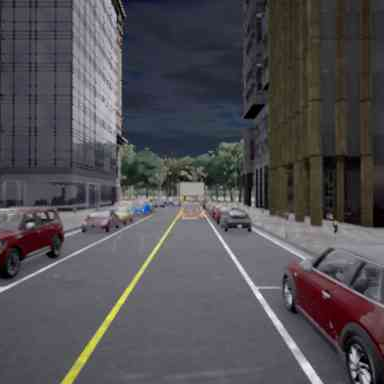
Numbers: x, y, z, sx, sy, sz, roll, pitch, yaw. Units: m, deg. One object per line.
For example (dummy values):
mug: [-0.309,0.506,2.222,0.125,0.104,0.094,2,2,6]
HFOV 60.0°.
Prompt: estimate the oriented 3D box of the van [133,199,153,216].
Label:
van: [-5.768,1.717,37.777,1.690,1.788,3.998,0,-1,0]

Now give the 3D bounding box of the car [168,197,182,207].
car: [-3.034,2.149,64.784,2.128,1.511,4.902,0,-1,1]

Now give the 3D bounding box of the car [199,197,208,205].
car: [2.752,2.140,81.277,2.192,1.841,5.009,0,-1,0]

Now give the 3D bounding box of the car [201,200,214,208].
car: [2.755,2.148,59.525,2.008,1.369,4.403,0,-1,0]

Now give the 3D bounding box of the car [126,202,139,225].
car: [-5.766,1.791,26.731,1.752,1.417,4.829,0,-1,0]

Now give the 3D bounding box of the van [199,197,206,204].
van: [2.751,2.224,86.714,1.690,1.788,3.998,0,-1,0]

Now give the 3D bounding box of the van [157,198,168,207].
van: [-5.771,1.995,64.964,1.690,1.788,3.998,0,-1,0]

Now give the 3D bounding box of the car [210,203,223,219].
car: [2.759,1.812,26.902,1.887,1.381,4.507,0,-1,0]

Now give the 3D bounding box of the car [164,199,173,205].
car: [-5.773,2.349,81.104,1.752,1.417,4.829,0,-1,0]

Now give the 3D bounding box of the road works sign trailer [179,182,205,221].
road works sign trailer: [-0.004,0.773,31.054,2.380,3.560,2.880,0,-1,0]

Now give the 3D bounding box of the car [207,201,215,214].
car: [2.758,1.866,32.339,1.887,1.381,4.507,0,-1,0]

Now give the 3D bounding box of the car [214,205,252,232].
car: [2.760,1.764,21.464,2.008,1.369,4.403,0,-1,0]

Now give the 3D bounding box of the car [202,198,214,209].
car: [2.756,2.013,48.821,1.752,1.417,4.829,0,-1,0]

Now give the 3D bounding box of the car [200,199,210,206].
car: [2.753,2.255,70.400,1.887,1.381,4.507,0,-1,0]

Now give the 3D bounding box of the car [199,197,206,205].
car: [2.755,1.857,54.090,2.192,1.841,5.009,0,-1,0]

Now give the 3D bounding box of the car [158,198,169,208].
car: [-5.770,2.163,59.524,1.947,1.339,4.313,0,-1,0]

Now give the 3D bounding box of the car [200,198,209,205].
car: [2.753,2.208,75.838,1.967,1.590,4.097,0,-1,0]

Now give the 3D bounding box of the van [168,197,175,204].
van: [-5.775,2.282,92.150,1.690,1.788,3.998,0,-1,0]

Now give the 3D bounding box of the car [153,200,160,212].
car: [-5.768,1.982,43.213,2.008,1.369,4.403,0,-1,0]

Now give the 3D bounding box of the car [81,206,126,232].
car: [-5.766,1.795,21.463,1.802,1.307,4.206,0,-1,0]

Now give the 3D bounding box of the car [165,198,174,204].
car: [-5.774,2.323,86.712,1.967,1.590,4.097,0,-1,0]

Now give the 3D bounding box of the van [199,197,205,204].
van: [2.750,2.282,92.151,1.690,1.788,3.998,0,-1,0]

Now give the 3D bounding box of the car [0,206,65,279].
car: [-5.765,1.420,10.591,2.192,1.841,5.009,0,-1,0]

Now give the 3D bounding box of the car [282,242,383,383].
car: [2.761,1.492,5.154,1.967,1.590,4.097,0,-1,0]

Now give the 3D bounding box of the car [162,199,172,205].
car: [-5.773,2.333,75.836,1.947,1.339,4.313,0,-1,0]

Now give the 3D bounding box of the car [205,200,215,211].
car: [2.757,1.903,37.946,1.752,1.417,4.829,0,-1,0]

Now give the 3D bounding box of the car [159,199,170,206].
car: [-5.772,2.234,70.229,1.752,1.417,4.829,0,-1,0]
